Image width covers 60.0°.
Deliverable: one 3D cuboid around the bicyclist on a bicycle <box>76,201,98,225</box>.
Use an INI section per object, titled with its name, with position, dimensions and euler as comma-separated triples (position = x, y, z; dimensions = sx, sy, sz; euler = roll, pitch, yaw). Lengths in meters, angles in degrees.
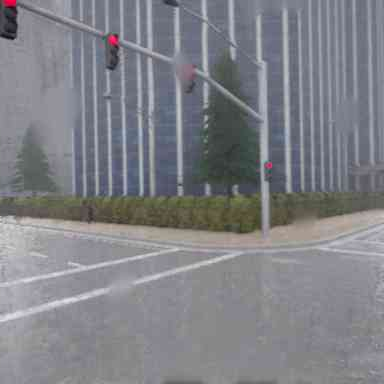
[bicyclist on a bicycle]
position = -7.179, 1.445, 22.726
dimensions = 0.582, 1.620, 1.656
euler = -1, 0, 42
